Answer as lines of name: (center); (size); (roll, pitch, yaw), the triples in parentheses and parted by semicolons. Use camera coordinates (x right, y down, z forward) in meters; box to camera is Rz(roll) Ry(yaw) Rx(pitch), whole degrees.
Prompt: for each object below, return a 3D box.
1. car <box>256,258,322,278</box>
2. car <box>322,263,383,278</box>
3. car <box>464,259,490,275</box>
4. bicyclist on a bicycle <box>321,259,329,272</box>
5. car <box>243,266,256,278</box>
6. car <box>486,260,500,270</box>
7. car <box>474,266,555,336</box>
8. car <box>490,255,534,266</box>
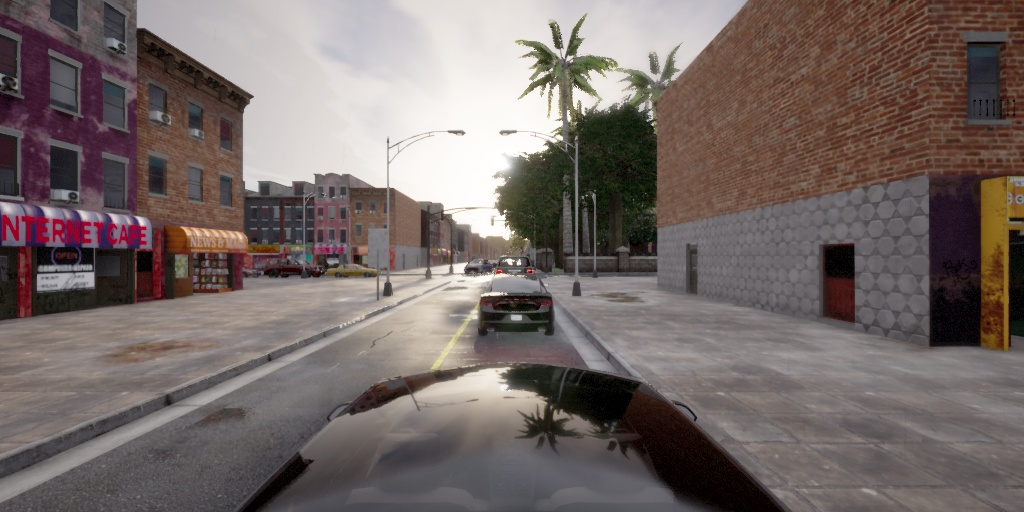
car: (-20.062, 1.128, 33.033); (5.009, 1.841, 2.192); (0, 0, 0)
car: (-14.441, 1.324, 33.040); (4.829, 1.417, 1.751); (0, 0, 0)
car: (-3.685, 1.132, 40.006); (2.097, 1.767, 4.553); (0, 0, 12)
bicyclist on a bicycle: (-20.145, 1.124, 38.679); (0.582, 1.620, 1.656); (0, 0, 0)
car: (-25.515, 1.409, 33.026); (4.207, 1.307, 1.802); (0, 0, 0)
car: (-2.859, 1.324, 54.383); (1.812, 1.442, 4.674); (0, 0, 1)
car: (0.099, 1.230, 10.494); (1.882, 1.535, 5.008); (0, 0, 0)
car: (0.102, 0.980, 20.463); (2.150, 2.045, 5.566); (0, 0, -1)
